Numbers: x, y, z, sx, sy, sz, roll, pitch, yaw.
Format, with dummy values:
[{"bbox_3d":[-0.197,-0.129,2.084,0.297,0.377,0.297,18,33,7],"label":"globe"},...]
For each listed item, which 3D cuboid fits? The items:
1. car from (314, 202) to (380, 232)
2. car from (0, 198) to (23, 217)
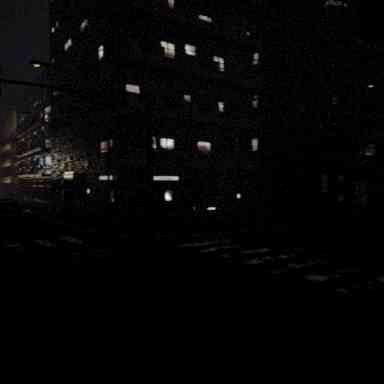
[{"bbox_3d":[8.344,1.258,17.742,4.403,1.369,2.008,-1,1,-35],"label":"car"},{"bbox_3d":[-14.655,1.180,26.476,2.008,1.369,4.403,-2,2,-35],"label":"car"}]
